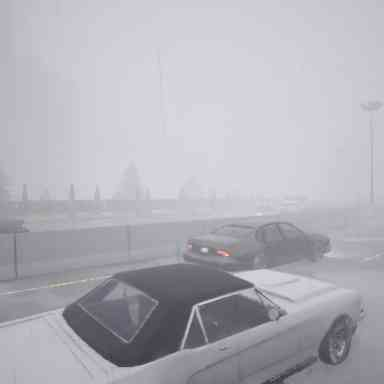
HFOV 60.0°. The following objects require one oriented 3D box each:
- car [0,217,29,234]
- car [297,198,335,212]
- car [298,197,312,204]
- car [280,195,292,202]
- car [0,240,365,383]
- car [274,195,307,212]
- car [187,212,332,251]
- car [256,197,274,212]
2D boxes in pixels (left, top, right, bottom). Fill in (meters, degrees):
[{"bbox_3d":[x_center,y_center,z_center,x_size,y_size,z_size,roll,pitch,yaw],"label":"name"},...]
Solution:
[{"bbox_3d":[-9.970,1.548,14.145,5.357,1.411,2.033,0,0,-36],"label":"car"},{"bbox_3d":[11.639,1.593,31.017,1.812,1.442,4.674,0,0,35],"label":"car"},{"bbox_3d":[25.536,1.898,75.300,1.895,1.301,4.718,0,0,6],"label":"car"},{"bbox_3d":[22.387,1.561,79.315,1.882,1.535,5.008,0,0,3],"label":"car"},{"bbox_3d":[0.154,1.601,4.075,4.718,1.301,1.895,0,0,-37],"label":"car"},{"bbox_3d":[11.281,1.315,36.559,2.150,2.045,5.566,0,0,33],"label":"car"},{"bbox_3d":[2.214,1.553,10.236,5.357,1.411,2.033,0,0,-41],"label":"car"},{"bbox_3d":[9.392,1.465,40.200,2.097,1.767,4.553,0,0,32],"label":"car"}]
